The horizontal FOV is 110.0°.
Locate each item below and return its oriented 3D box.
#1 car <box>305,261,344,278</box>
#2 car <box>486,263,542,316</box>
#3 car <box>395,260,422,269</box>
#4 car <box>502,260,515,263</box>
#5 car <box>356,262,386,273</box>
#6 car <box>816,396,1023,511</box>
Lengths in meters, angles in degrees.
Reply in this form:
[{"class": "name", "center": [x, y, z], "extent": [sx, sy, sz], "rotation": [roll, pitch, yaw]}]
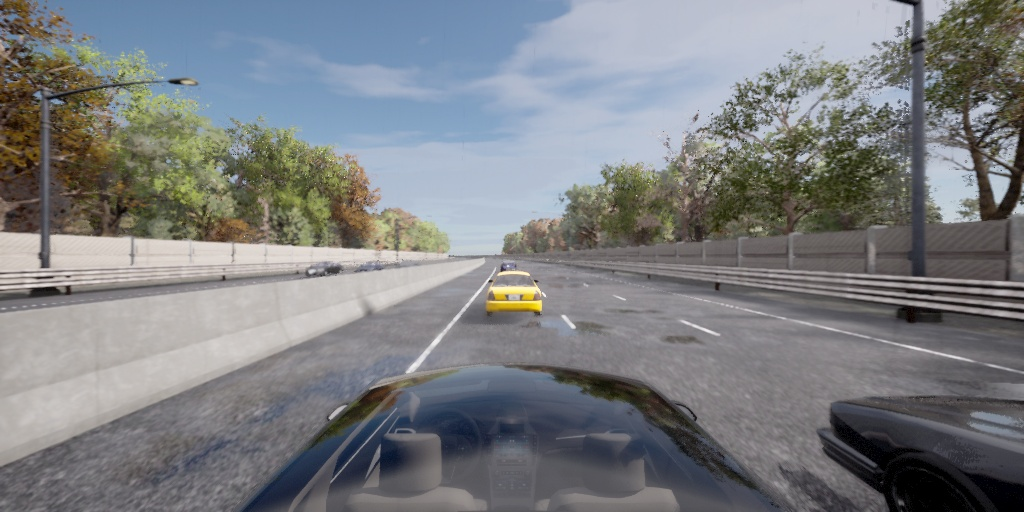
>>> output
[{"class": "car", "center": [-17.928, 1.251, 34.449], "extent": [2.128, 1.511, 4.902], "rotation": [0, 0, -1]}, {"class": "car", "center": [0.047, 1.211, 13.238], "extent": [1.801, 1.575, 5.366], "rotation": [0, 0, 0]}, {"class": "car", "center": [-11.005, 1.239, 38.426], "extent": [1.882, 1.535, 5.008], "rotation": [0, 0, -1]}, {"class": "car", "center": [-0.447, 1.269, 44.417], "extent": [2.163, 1.488, 4.792], "rotation": [0, 0, -1]}, {"class": "car", "center": [-14.474, 1.325, 36.972], "extent": [1.994, 1.385, 4.181], "rotation": [0, 0, -1]}, {"class": "car", "center": [3.598, 1.297, 0.641], "extent": [2.033, 1.411, 5.357], "rotation": [0, 0, 0]}]
